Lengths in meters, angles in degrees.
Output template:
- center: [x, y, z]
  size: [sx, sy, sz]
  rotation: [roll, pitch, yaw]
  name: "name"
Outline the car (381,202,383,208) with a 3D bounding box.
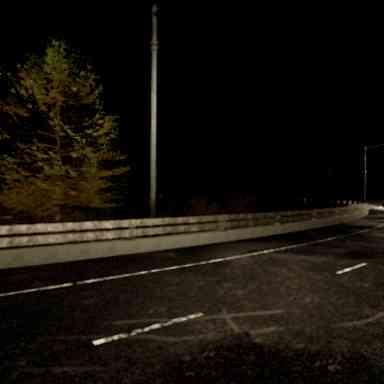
- center: [34.346, 2.097, 57.808]
  size: [2.128, 1.511, 4.902]
  rotation: [0, 0, 19]
  name: "car"
